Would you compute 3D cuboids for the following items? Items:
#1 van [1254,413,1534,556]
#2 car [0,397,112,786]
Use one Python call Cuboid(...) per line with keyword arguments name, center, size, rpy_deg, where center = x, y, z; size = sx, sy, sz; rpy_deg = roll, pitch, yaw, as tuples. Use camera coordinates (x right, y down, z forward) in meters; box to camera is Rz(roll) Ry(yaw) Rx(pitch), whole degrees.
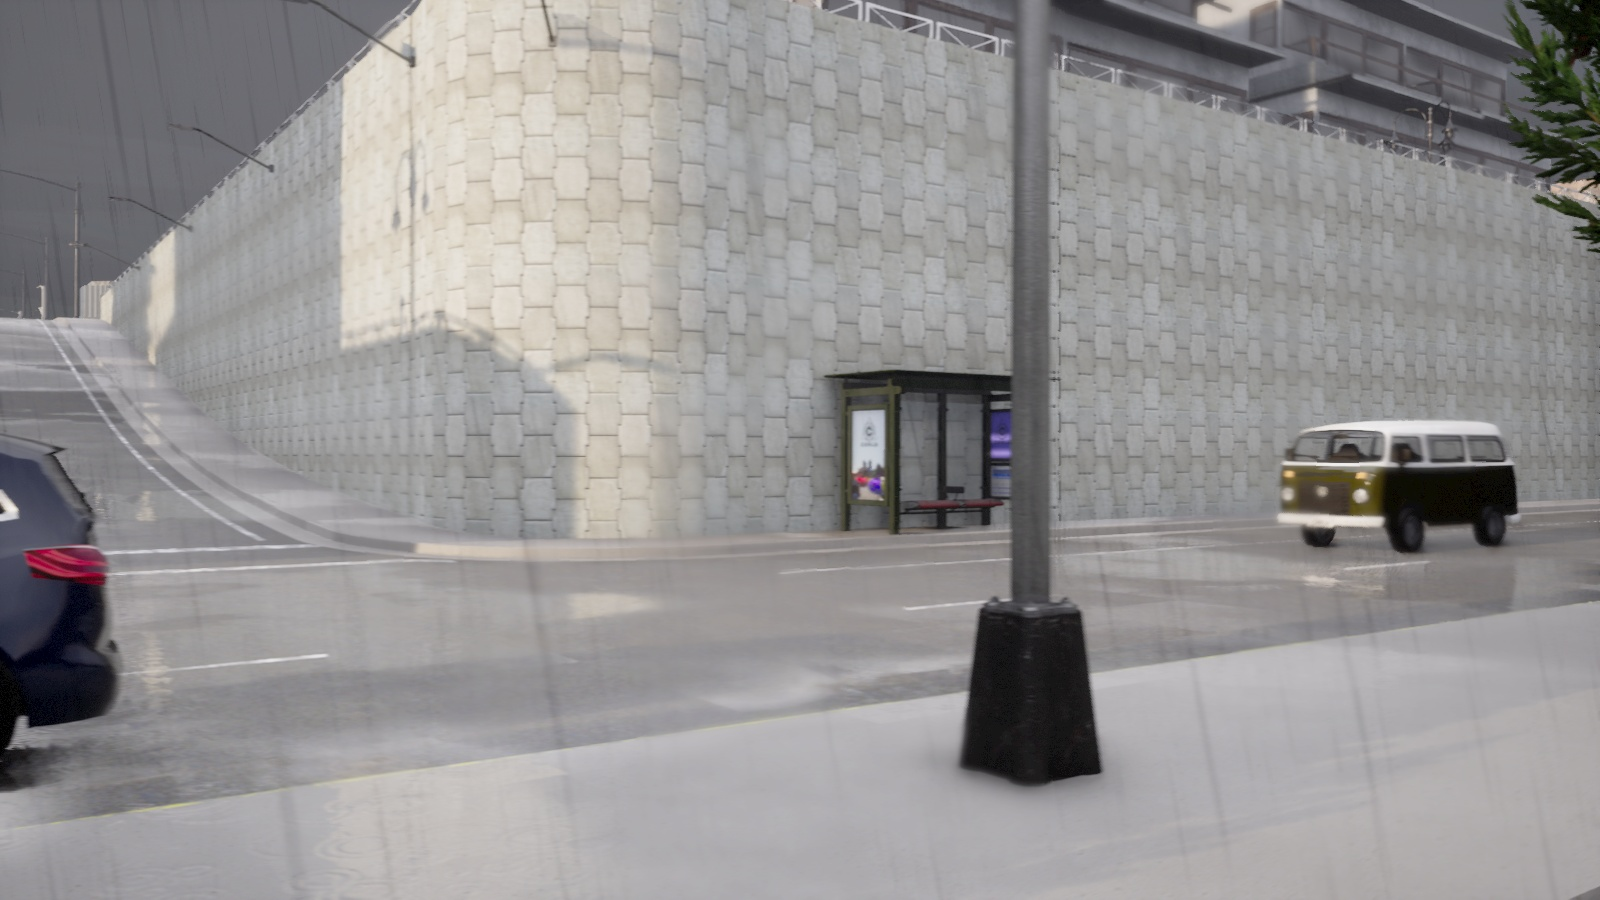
Cuboid(name="van", center=(9.521, 0.497, 20.033), size=(4.480, 2.038, 2.069), rpy_deg=(0, 0, -35))
Cuboid(name="car", center=(-5.615, 0.608, 5.232), size=(4.611, 1.667, 2.242), rpy_deg=(0, 0, -35))
